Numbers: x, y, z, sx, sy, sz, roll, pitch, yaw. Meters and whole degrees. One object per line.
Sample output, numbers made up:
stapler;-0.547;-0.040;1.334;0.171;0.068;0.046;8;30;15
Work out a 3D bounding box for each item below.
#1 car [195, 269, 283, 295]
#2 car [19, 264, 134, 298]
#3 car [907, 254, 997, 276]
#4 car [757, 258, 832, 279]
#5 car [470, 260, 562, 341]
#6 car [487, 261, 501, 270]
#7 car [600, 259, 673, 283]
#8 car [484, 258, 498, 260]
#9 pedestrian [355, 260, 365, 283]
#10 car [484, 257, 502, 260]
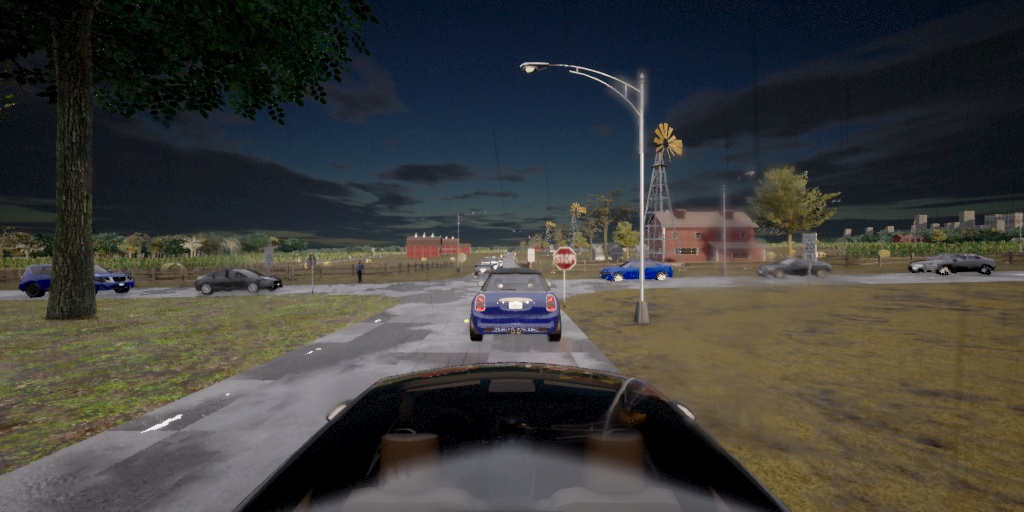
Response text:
car;-17.303;1.598;22.831;4.892;1.490;1.837;-1;1;0
car;-27.645;1.504;22.857;5.566;2.045;2.150;-1;1;1
car;31.309;0.585;25.617;4.902;1.511;2.128;-1;1;0
car;20.152;0.846;25.661;4.674;1.442;1.812;-1;1;0
car;0.081;1.104;10.003;2.097;1.767;4.553;0;0;0
car;-2.908;1.510;58.902;2.033;1.411;5.357;0;-1;1
car;8.754;1.029;25.385;5.008;1.535;1.882;-1;1;-4
car;-2.919;1.308;38.345;2.128;1.511;4.902;0;0;0
pedestrian;-12.211;1.215;28.784;0.375;1.860;0.375;0;2;0
car;-2.928;1.097;48.570;2.150;2.045;5.566;0;0;0
